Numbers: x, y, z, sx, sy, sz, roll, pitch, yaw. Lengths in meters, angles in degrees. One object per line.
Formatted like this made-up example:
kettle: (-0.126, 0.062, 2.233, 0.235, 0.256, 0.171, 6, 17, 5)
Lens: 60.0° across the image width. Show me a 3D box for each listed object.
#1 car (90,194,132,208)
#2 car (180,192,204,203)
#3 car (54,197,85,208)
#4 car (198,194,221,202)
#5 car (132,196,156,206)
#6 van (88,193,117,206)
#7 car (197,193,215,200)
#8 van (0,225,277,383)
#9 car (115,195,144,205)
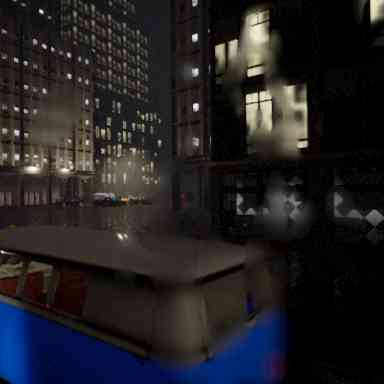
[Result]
car: (-10.107, 1.256, 41.058, 1.887, 1.381, 4.507, 0, 0, 36)
car: (-0.115, 0.897, 54.702, 2.192, 1.841, 5.009, 0, 0, 36)
car: (-16.891, 1.389, 45.976, 1.947, 1.339, 4.313, 0, 0, 36)
car: (3.219, 1.089, 59.252, 2.008, 1.369, 4.403, 0, 0, 36)
car: (-6.776, 1.219, 45.606, 2.008, 1.369, 4.403, 0, 0, 36)
van: (-13.560, 1.121, 50.525, 1.690, 1.788, 3.998, 0, 0, 36)
car: (3.104, 1.002, 73.278, 1.967, 1.590, 4.097, 0, 0, 36)
van: (-1.082, 1.341, 3.663, 3.998, 1.788, 1.690, 0, -1, 36)
car: (-10.327, 1.264, 54.939, 1.752, 1.417, 4.829, 0, 0, 36)
